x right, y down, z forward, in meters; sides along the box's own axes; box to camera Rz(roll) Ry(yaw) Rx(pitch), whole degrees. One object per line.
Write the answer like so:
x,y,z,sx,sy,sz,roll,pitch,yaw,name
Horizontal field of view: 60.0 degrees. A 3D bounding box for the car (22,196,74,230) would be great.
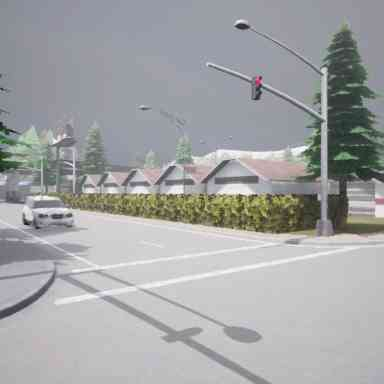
-9.550,1.343,21.791,2.150,2.045,5.566,0,1,-37,car
